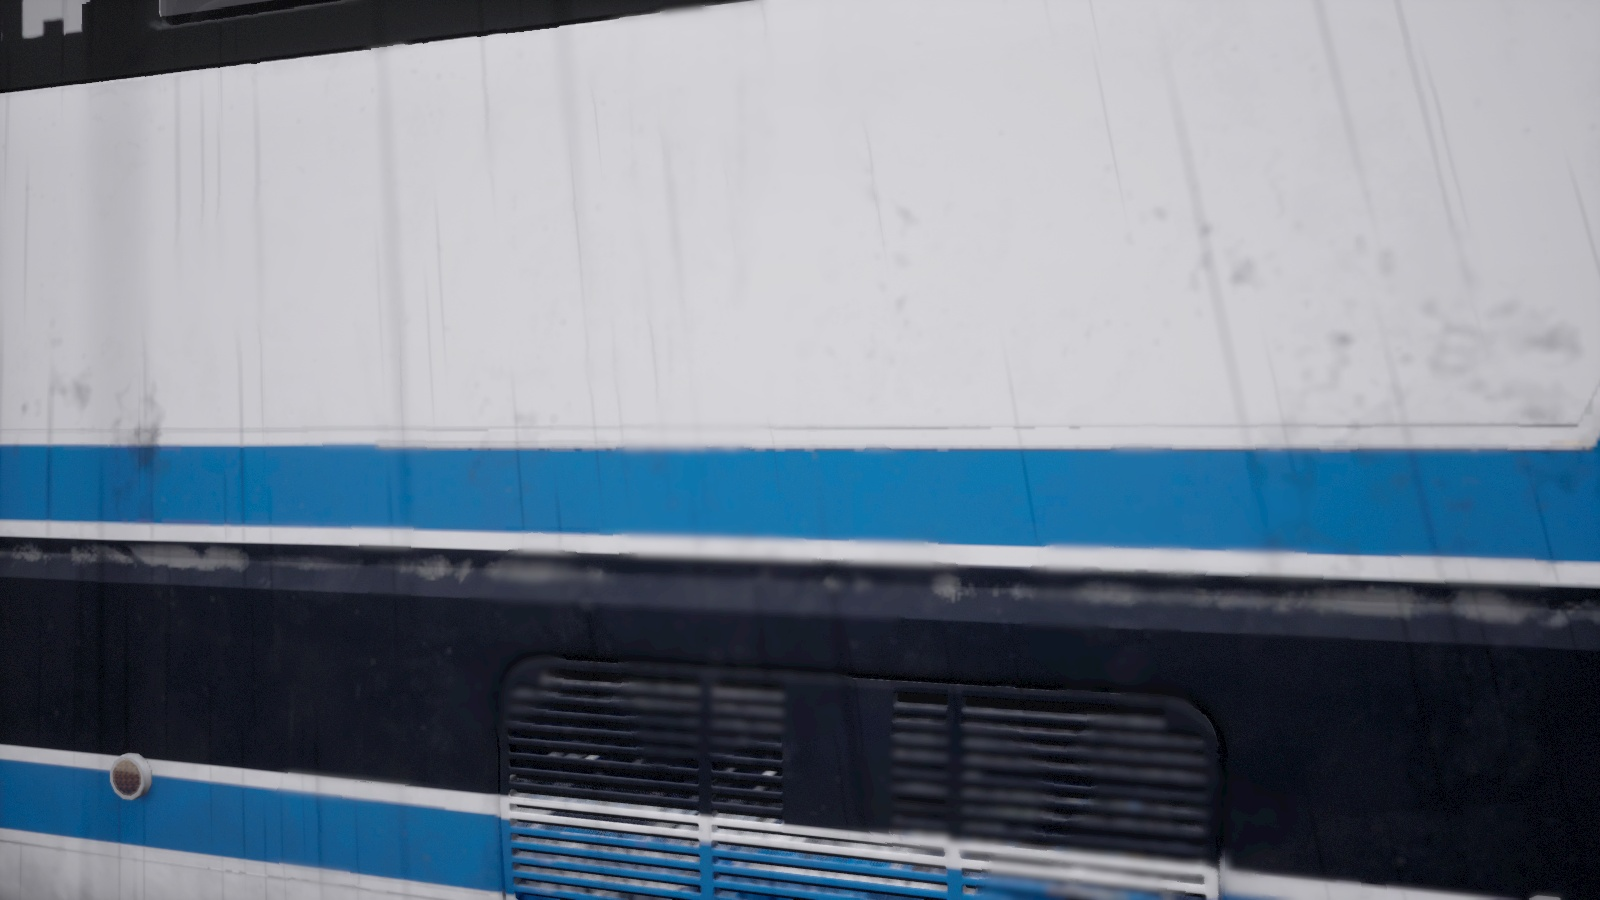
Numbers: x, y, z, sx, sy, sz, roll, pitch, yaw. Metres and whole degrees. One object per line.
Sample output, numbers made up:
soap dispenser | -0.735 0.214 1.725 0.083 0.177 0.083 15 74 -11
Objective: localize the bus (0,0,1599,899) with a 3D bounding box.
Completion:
bus | -0.127 -0.610 3.748 10.273 4.253 3.944 1 1 19
